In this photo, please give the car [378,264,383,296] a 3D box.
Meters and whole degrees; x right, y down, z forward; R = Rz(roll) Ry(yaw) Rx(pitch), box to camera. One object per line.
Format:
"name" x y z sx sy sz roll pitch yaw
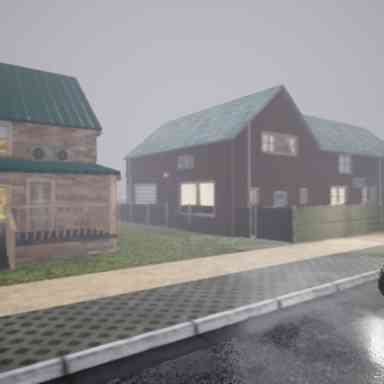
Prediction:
"car" 5.962 1.536 7.314 4.674 1.442 1.812 0 0 -36
